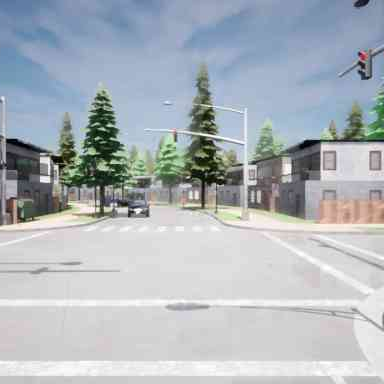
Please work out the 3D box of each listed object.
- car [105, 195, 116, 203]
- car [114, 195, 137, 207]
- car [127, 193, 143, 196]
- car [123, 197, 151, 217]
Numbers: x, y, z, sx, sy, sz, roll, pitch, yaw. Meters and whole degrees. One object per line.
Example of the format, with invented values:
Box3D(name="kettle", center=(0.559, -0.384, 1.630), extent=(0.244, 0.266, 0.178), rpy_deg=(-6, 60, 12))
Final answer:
Box3D(name="car", center=(-16.518, 1.318, 66.760), extent=(2.097, 1.767, 4.553), rpy_deg=(0, 0, -45))
Box3D(name="car", center=(-9.849, 1.566, 49.292), extent=(1.895, 1.301, 4.718), rpy_deg=(0, 0, -24))
Box3D(name="car", center=(-10.401, 1.187, 58.418), extent=(2.150, 2.045, 5.566), rpy_deg=(0, 0, -36))
Box3D(name="car", center=(-4.844, 1.457, 30.545), extent=(2.128, 1.511, 4.902), rpy_deg=(0, 0, -7))
